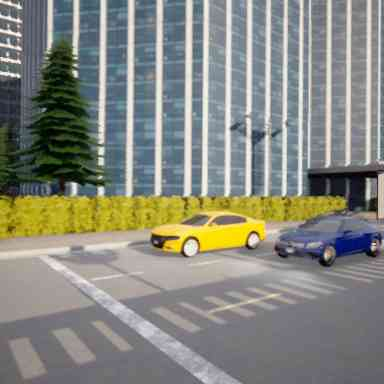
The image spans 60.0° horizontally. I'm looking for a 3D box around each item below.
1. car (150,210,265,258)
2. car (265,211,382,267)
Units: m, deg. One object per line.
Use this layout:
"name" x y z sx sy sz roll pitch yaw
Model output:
"car" 0.760 1.514 13.129 5.008 1.535 1.882 1 0 -36
"car" 4.976 1.595 11.834 4.674 1.442 1.812 1 0 -35
